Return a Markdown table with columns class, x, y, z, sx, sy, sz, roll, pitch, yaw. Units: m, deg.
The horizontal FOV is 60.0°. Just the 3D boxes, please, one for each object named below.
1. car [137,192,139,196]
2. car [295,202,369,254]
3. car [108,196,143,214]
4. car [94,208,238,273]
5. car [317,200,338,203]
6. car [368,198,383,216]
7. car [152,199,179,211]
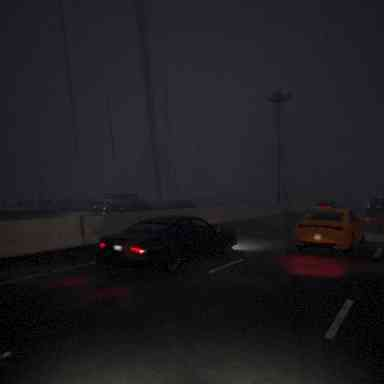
| class | x | y | z | sx | sy | sz | roll | pitch | yaw |
| --- | --- | --- | --- | --- | --- | --- | --- | --- | --- |
| car | -7.167 | 1.020 | 32.295 | 2.150 | 2.045 | 5.566 | 0 | 0 | 34 |
| car | 5.636 | 1.386 | 13.317 | 1.882 | 1.535 | 5.008 | 0 | 0 | 34 |
| car | -5.179 | 1.339 | 28.975 | 1.812 | 1.442 | 4.674 | 0 | 0 | 34 |
| car | -0.477 | 1.450 | 10.474 | 2.033 | 1.411 | 5.357 | 0 | 0 | 34 |
| car | 11.951 | 1.454 | 29.041 | 1.837 | 1.490 | 4.892 | 0 | 0 | 34 |
| car | 18.015 | 1.360 | 31.806 | 2.097 | 1.767 | 4.553 | 0 | 0 | 34 |
| car | -1.412 | 1.366 | 28.309 | 1.812 | 1.442 | 4.674 | 0 | 0 | 34 |
